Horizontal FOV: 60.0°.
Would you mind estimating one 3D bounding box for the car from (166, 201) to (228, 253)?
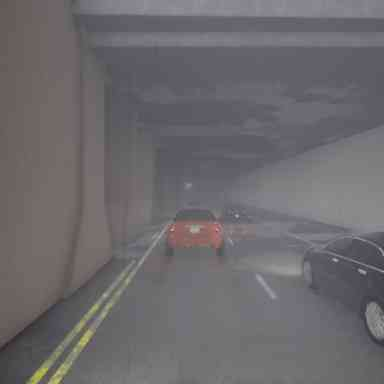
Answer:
[{"bbox_3d":[0.101,1.362,13.822,2.097,1.767,4.553,0,0,0],"label":"car"}]

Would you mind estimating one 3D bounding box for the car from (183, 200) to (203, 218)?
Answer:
[{"bbox_3d":[0.089,1.547,31.380,1.812,1.442,4.674,0,0,0],"label":"car"}]

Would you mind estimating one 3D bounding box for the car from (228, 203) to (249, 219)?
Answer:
[{"bbox_3d":[3.602,1.620,28.776,1.895,1.301,4.718,0,0,0],"label":"car"}]

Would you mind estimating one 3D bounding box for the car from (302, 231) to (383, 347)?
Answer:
[{"bbox_3d":[3.600,1.509,6.282,1.837,1.490,4.892,0,0,0],"label":"car"}]
